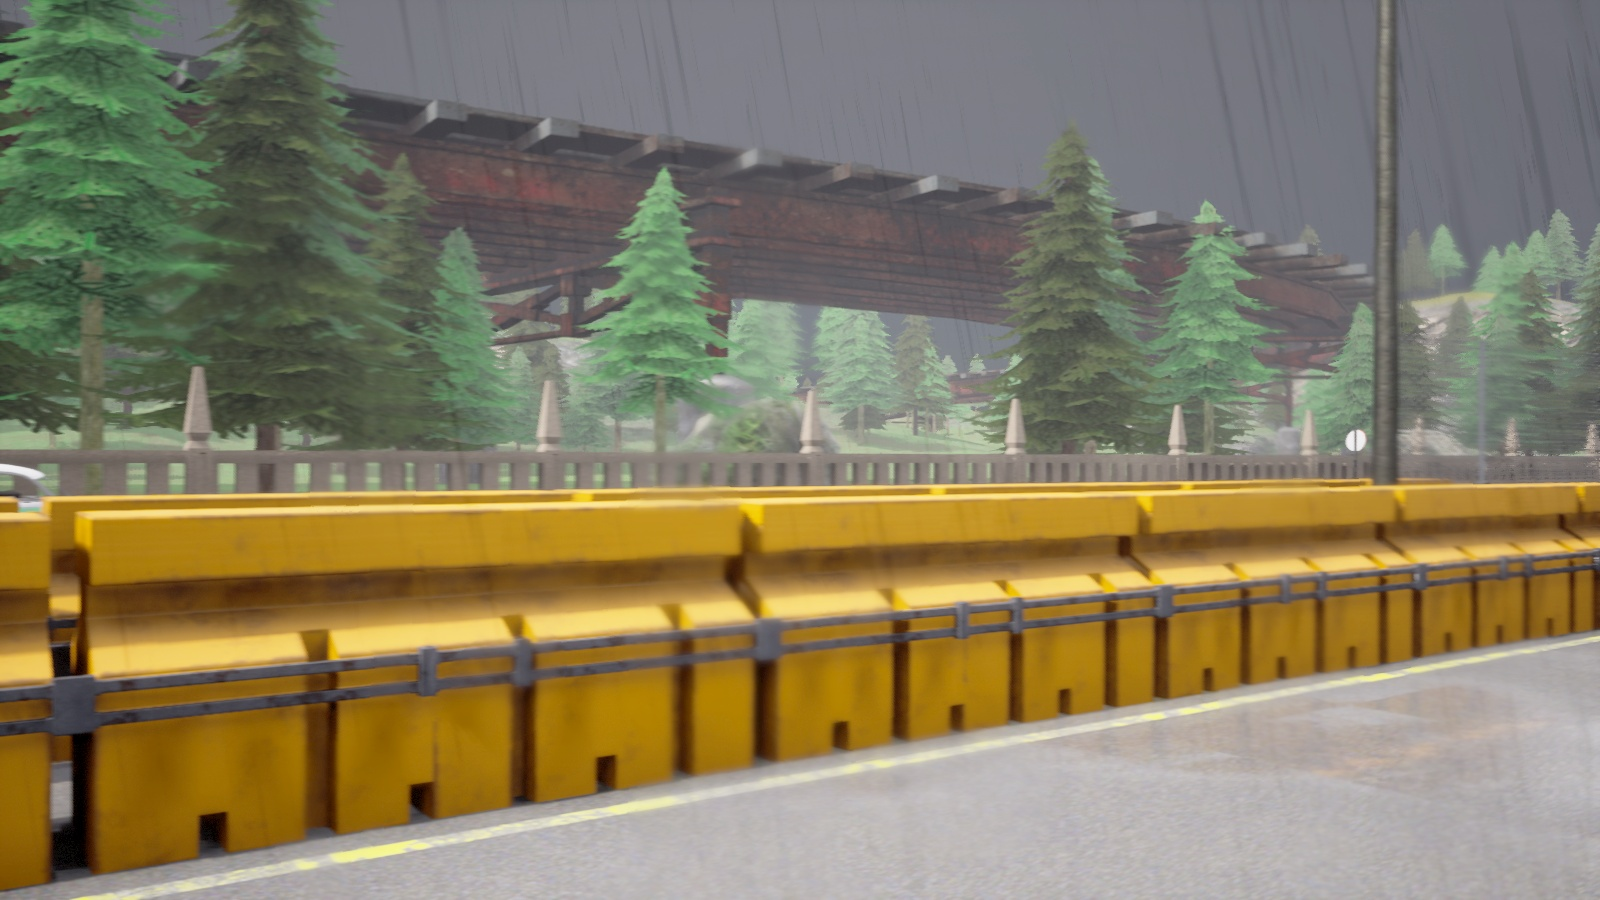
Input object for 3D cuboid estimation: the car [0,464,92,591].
[{"bbox_3d":[-9.358,0.855,14.202,2.207,1.376,1.481,1,-1,-35],"label":"car"}]
